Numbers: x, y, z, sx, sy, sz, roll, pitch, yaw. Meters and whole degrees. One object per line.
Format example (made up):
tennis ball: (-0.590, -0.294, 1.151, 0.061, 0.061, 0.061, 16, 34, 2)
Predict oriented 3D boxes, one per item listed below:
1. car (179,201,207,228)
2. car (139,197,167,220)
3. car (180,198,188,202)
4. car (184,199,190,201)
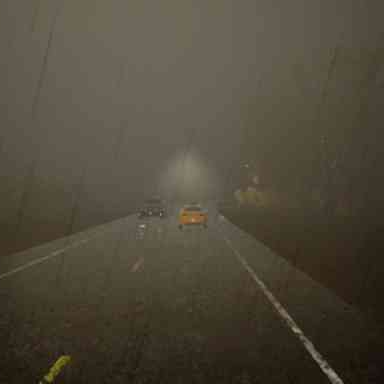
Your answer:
car: (0.076, 1.704, 24.285, 1.882, 1.535, 5.008, 0, 0, 0)
car: (-3.586, 1.516, 31.482, 2.150, 2.045, 5.566, 0, -1, 1)
car: (-1.489, 2.159, 72.695, 1.837, 1.490, 4.892, 0, 0, 5)
car: (0.318, 1.955, 42.022, 1.994, 1.385, 4.181, 0, -1, 2)
